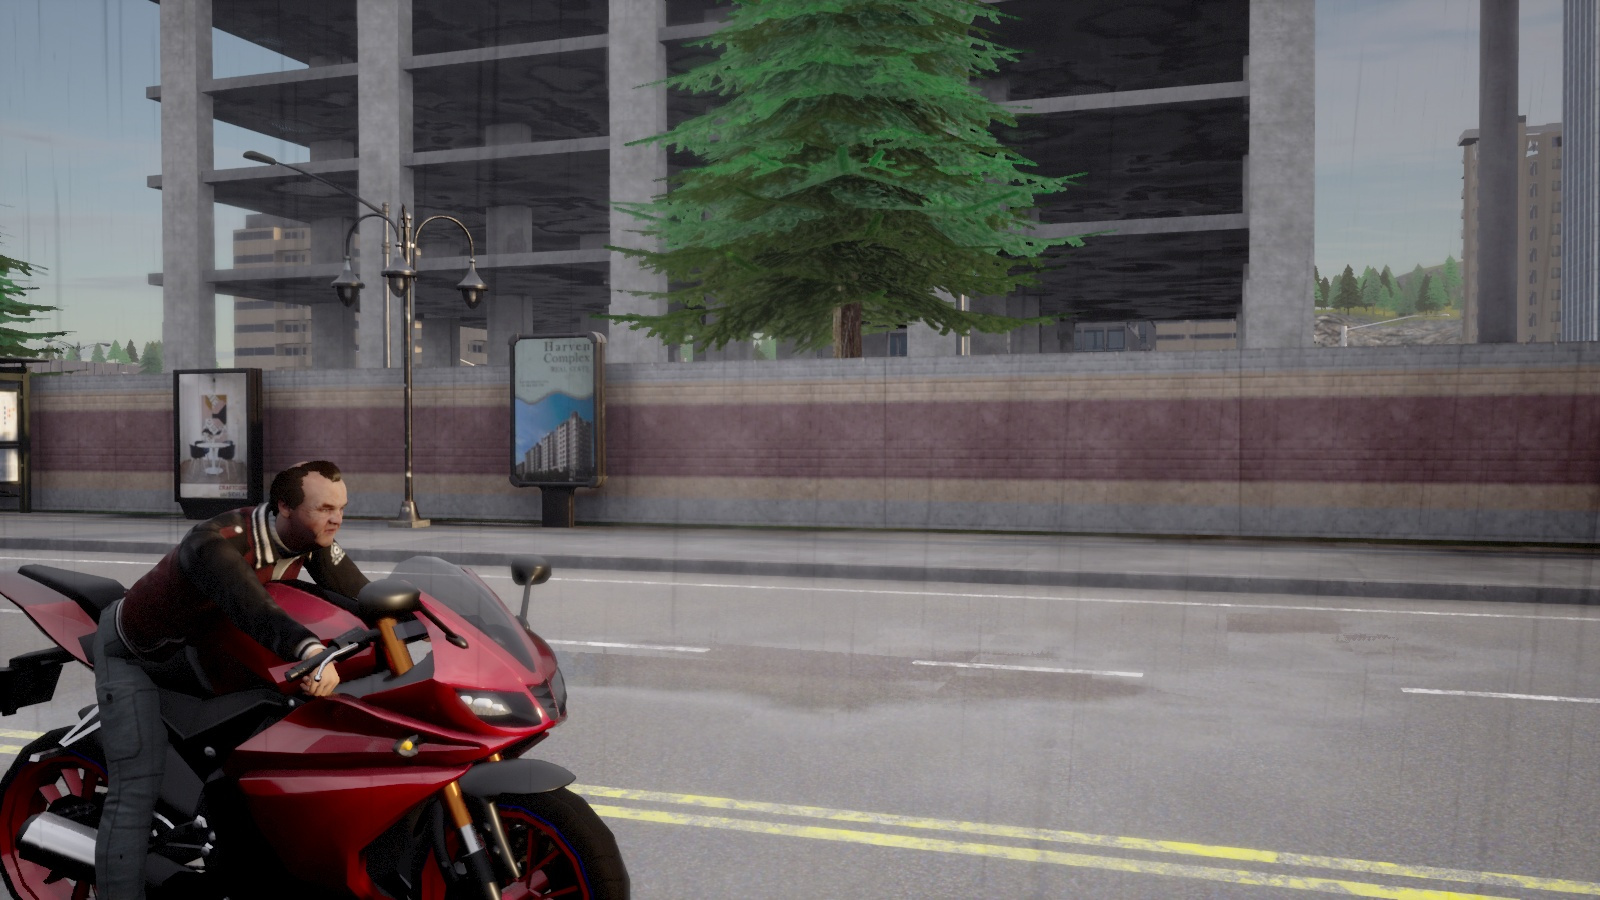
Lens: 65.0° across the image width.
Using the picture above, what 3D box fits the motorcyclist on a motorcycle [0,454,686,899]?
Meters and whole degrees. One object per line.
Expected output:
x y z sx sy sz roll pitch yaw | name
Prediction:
-1.520 0.797 3.704 2.191 1.530 0.866 1 1 19 | motorcyclist on a motorcycle
